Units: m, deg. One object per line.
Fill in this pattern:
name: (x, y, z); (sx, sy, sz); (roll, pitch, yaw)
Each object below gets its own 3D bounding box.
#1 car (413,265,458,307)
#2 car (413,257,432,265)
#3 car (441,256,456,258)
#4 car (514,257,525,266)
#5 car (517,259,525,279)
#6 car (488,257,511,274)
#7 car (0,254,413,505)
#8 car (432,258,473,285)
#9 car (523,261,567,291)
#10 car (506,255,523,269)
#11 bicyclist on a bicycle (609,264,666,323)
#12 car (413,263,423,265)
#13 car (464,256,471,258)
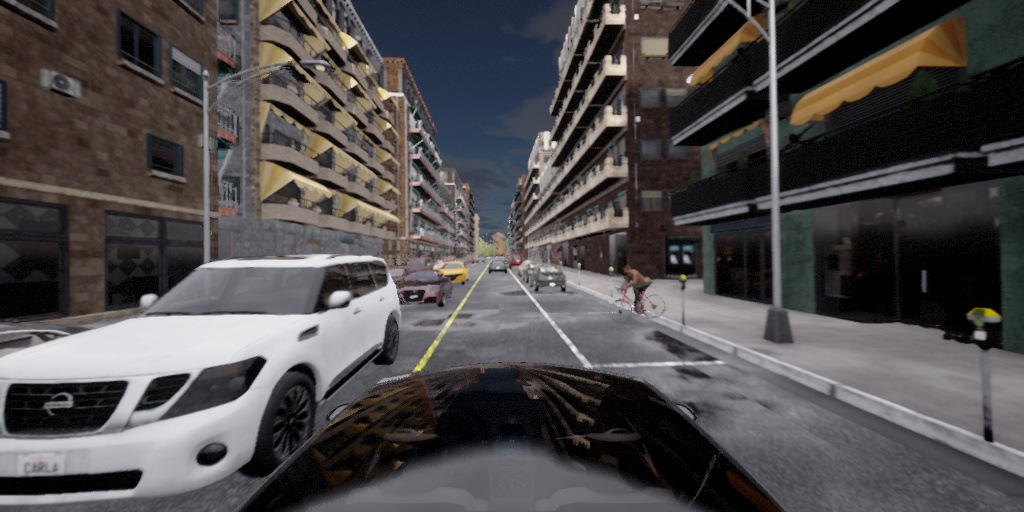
car: (-3.649, 1.282, 15.075); (1.994, 1.385, 4.181); (-1, 0, -2)
car: (-6.700, 1.010, 25.273); (2.192, 1.841, 5.009); (0, 0, -3)
car: (-7.459, 0.920, 41.959); (2.192, 1.841, 5.009); (0, 0, -3)
car: (1.412, 1.078, 31.351); (1.751, 1.417, 4.829); (0, 0, -3)
car: (1.673, 1.133, 25.619); (2.007, 1.370, 4.403); (0, 0, -3)
car: (-1.499, 1.113, 38.191); (1.994, 1.385, 4.181); (-1, 0, -3)
car: (-3.206, 0.995, 5.103); (2.150, 2.045, 5.566); (-1, 0, -3)
car: (-4.114, 1.138, 25.427); (1.882, 1.535, 5.008); (-1, 0, -3)
car: (1.926, 1.164, 20.058); (2.007, 1.370, 4.403); (0, 0, -3)
car: (0.661, 0.778, 47.867); (2.192, 1.841, 5.009); (0, 0, -3)
bicyclist on a bicycle: (3.456, 1.032, 10.070); (1.656, 1.620, 0.582); (-8, 1, -3)
car: (-6.447, 1.271, 19.711); (1.888, 1.381, 4.507); (0, 0, -3)
car: (-8.218, 1.083, 58.645); (1.948, 1.339, 4.313); (0, 0, -3)
